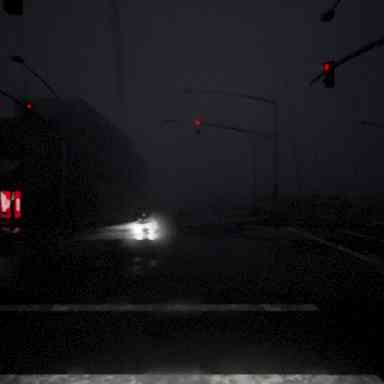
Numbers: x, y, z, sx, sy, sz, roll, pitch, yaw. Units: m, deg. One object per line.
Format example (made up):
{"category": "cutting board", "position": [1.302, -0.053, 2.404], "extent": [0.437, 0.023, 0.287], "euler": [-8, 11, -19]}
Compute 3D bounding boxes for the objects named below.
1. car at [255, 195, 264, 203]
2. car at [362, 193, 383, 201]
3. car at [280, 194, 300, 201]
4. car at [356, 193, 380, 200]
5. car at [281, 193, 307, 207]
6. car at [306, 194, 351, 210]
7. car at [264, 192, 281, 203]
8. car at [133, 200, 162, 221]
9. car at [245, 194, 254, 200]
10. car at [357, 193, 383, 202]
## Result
{"category": "car", "position": [13.787, 0.896, 57.037], "extent": [4.605, 1.855, 1.932], "euler": [0, 0, 0]}
{"category": "car", "position": [40.019, 1.070, 72.480], "extent": [5.027, 1.636, 2.152], "euler": [0, 0, 0]}
{"category": "car", "position": [21.354, 1.124, 72.637], "extent": [3.806, 1.475, 1.970], "euler": [0, 0, 0]}
{"category": "car", "position": [39.969, 1.068, 75.617], "extent": [4.514, 1.523, 2.007], "euler": [0, 0, 0]}
{"category": "car", "position": [14.191, 1.012, 41.337], "extent": [5.027, 1.636, 2.152], "euler": [0, 0, 0]}
{"category": "car", "position": [14.511, 1.115, 34.919], "extent": [3.806, 1.475, 1.970], "euler": [0, 0, 0]}
{"category": "car", "position": [14.198, 0.886, 54.131], "extent": [3.866, 1.878, 1.905], "euler": [0, 0, 0]}
{"category": "car", "position": [-3.484, 1.392, 26.553], "extent": [2.128, 1.511, 4.902], "euler": [0, 0, 0]}
{"category": "car", "position": [13.935, 1.102, 75.621], "extent": [3.633, 1.501, 1.845], "euler": [0, 0, 0]}
{"category": "car", "position": [32.339, 1.104, 60.638], "extent": [3.633, 1.501, 1.845], "euler": [0, 0, 0]}
